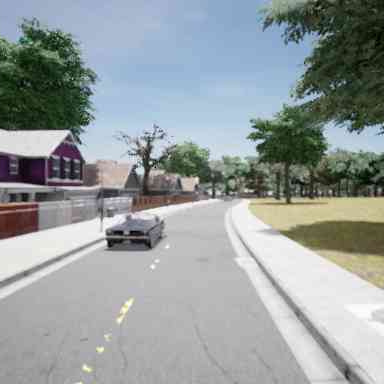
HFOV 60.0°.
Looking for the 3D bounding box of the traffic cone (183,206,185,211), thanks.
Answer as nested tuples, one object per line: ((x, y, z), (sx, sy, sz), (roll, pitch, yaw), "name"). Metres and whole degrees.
((-0.947, 2.055, 41.469), (0.340, 0.580, 0.340), (0, 0, 8), "traffic cone")

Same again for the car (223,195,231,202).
((9.017, 1.637, 85.331), (2.097, 1.767, 4.553), (0, 0, 8), "car")

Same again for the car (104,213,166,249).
((-2.405, 1.636, 14.979), (1.895, 1.301, 4.718), (0, 0, 3), "car")
